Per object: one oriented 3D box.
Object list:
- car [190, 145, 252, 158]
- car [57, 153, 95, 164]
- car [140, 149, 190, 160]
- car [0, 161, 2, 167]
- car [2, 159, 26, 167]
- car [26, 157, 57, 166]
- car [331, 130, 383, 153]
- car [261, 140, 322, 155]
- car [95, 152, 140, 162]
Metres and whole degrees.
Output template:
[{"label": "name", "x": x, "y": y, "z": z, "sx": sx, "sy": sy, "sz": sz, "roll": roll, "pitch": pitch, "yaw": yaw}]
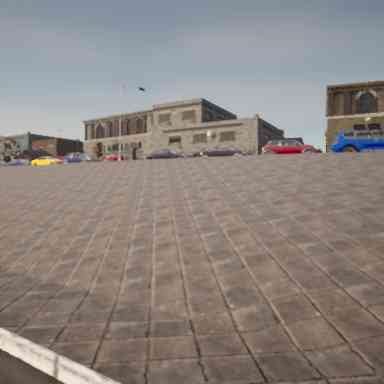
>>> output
[{"label": "car", "x": 2.698, "y": -3.219, "z": 28.408, "sx": 4.892, "sy": 1.521, "sz": 2.231, "roll": 1, "pitch": 0, "yaw": 27}, {"label": "car", "x": -11.993, "y": -3.491, "z": 36.276, "sx": 4.553, "sy": 1.767, "sz": 2.185, "roll": 1, "pitch": 0, "yaw": 31}, {"label": "car", "x": -2.135, "y": -3.228, "z": 30.866, "sx": 4.674, "sy": 1.452, "sz": 2.002, "roll": 1, "pitch": 0, "yaw": 28}, {"label": "car", "x": -26.107, "y": -3.504, "z": 45.051, "sx": 4.892, "sy": 1.521, "sz": 2.231, "roll": 0, "pitch": 0, "yaw": 34}, {"label": "car", "x": -21.459, "y": -3.422, "z": 42.021, "sx": 4.674, "sy": 1.452, "sz": 2.002, "roll": 1, "pitch": 0, "yaw": 33}, {"label": "car", "x": -16.747, "y": -3.414, "z": 39.092, "sx": 5.008, "sy": 1.535, "sz": 2.097, "roll": 1, "pitch": 0, "yaw": 32}, {"label": "car", "x": 12.879, "y": -3.311, "z": 23.626, "sx": 5.566, "sy": 2.045, "sz": 2.435, "roll": 1, "pitch": 1, "yaw": 25}, {"label": "car", "x": 7.778, "y": -3.276, "z": 25.965, "sx": 4.553, "sy": 1.767, "sz": 2.185, "roll": 1, "pitch": 0, "yaw": 26}, {"label": "car", "x": -6.999, "y": -3.286, "z": 33.474, "sx": 4.792, "sy": 1.488, "sz": 2.163, "roll": 1, "pitch": 0, "yaw": 29}]
